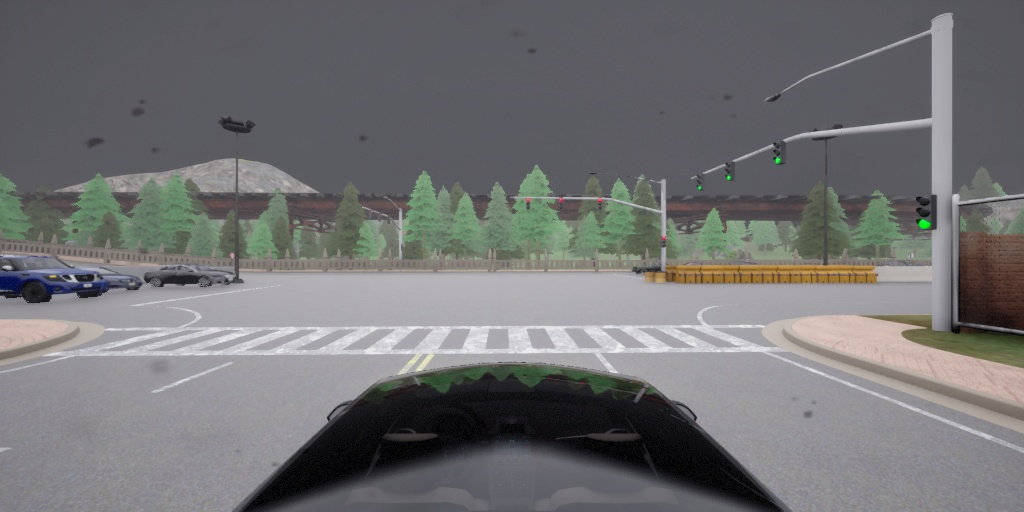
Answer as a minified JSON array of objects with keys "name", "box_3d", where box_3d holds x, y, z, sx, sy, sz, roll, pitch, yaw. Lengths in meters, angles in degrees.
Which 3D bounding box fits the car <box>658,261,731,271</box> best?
[{"name":"car","box_3d":[15.876,1.228,31.294,5.008,1.535,1.882,0,0,-2]}]

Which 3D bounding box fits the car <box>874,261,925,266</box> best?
[{"name":"car","box_3d":[42.016,1.241,39.094,4.902,1.511,2.128,0,0,-2]}]

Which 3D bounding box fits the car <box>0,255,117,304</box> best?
[{"name":"car","box_3d":[-21.697,0.970,15.908,5.566,2.045,2.150,0,0,-2]}]

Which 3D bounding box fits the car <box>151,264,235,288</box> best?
[{"name":"car","box_3d":[-20.523,1.237,22.952,4.902,1.511,2.128,0,0,-2]}]

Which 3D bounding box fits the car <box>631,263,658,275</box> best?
[{"name":"car","box_3d":[15.291,1.351,38.278,4.718,1.301,1.895,0,0,-2]}]

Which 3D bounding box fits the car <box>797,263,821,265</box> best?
[{"name":"car","box_3d":[25.924,1.313,31.606,4.181,1.385,1.994,0,0,-2]}]

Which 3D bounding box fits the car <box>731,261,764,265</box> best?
[{"name":"car","box_3d":[24.544,1.240,38.568,4.902,1.511,2.128,0,0,-2]}]

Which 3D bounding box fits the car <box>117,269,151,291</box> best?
[{"name":"car","box_3d":[-22.939,1.268,19.375,4.674,1.442,1.812,0,0,-2]}]
